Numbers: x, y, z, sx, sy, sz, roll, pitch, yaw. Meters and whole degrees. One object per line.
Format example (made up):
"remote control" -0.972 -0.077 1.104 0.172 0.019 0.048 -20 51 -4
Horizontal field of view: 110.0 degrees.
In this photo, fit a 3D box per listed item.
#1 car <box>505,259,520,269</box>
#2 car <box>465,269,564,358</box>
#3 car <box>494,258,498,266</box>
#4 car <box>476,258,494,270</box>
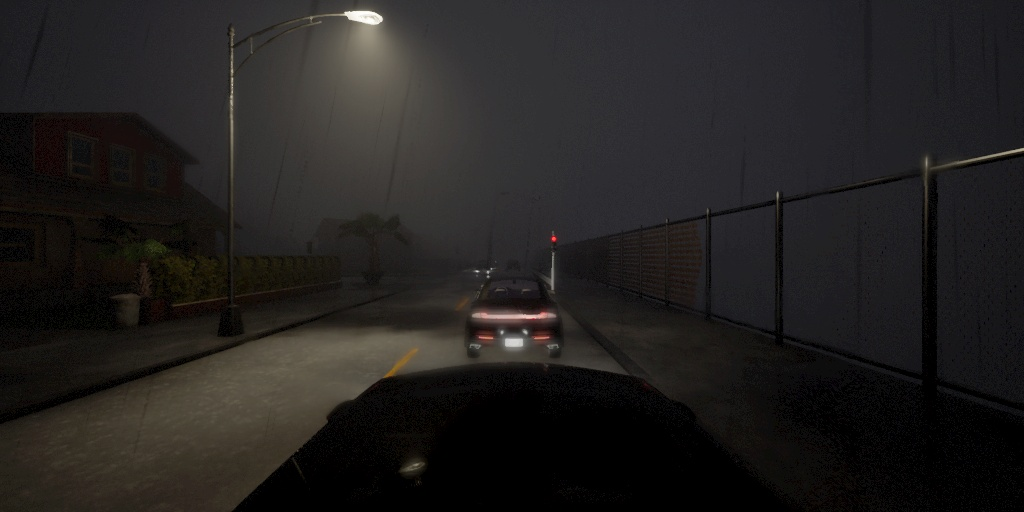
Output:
"car" 0.116 1.255 48.479 1.837 1.490 4.892 0 0 0
"car" 0.055 1.242 8.445 2.128 1.511 4.902 0 0 0
"car" -4.072 1.297 61.697 2.033 1.411 5.357 0 0 0
"car" -4.092 1.255 51.831 1.837 1.490 4.892 0 0 0
